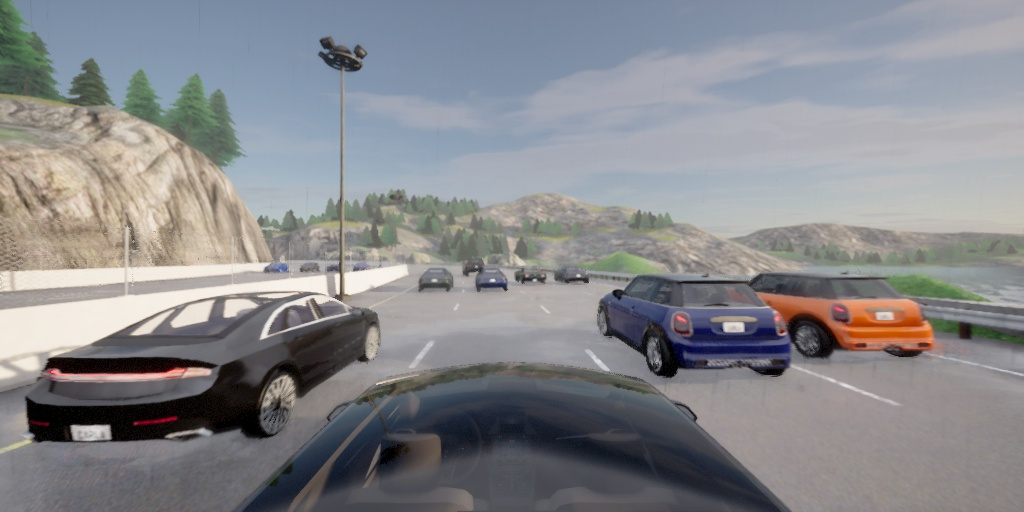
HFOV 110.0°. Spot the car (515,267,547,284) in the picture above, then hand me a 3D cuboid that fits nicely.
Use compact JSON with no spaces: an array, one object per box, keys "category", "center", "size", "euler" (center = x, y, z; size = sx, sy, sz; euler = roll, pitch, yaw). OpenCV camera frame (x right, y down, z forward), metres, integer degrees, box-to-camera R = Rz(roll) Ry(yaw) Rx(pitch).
[{"category":"car","center":[1.395,1.544,29.122],"size":[1.895,1.301,4.718],"euler":[0,0,-8]}]

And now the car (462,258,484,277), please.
[{"category":"car","center":[-4.439,1.256,41.388],"size":[2.150,2.045,5.566],"euler":[0,0,-13]}]

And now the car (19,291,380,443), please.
[{"category":"car","center":[-3.550,1.269,5.398],"size":[2.128,1.511,4.902],"euler":[0,0,-1]}]

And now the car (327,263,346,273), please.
[{"category":"car","center":[-25.499,1.718,52.130],"size":[1.895,1.301,4.718],"euler":[0,0,-17]}]

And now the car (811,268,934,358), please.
[{"category":"car","center":[6.833,1.149,8.766],"size":[2.097,1.767,4.553],"euler":[0,0,-2]}]

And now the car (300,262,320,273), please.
[{"category":"car","center":[-28.962,1.623,51.506],"size":[1.837,1.490,4.892],"euler":[0,-1,-17]}]

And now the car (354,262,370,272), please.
[{"category":"car","center":[-22.079,1.599,52.893],"size":[1.882,1.535,5.008],"euler":[0,-1,-17]}]

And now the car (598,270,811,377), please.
[{"category":"car","center":[3.376,1.143,7.690],"size":[2.097,1.767,4.553],"euler":[0,0,-2]}]

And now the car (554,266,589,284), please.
[{"category":"car","center":[4.828,1.509,29.612],"size":[1.994,1.385,4.181],"euler":[0,0,-8]}]

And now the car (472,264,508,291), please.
[{"category":"car","center":[-1.415,1.470,23.669],"size":[1.994,1.385,4.181],"euler":[0,0,-7]}]

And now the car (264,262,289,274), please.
[{"category":"car","center":[-31.707,1.571,48.396],"size":[1.882,1.535,5.008],"euler":[0,-1,-16]}]

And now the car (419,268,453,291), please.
[{"category":"car","center":[-4.923,1.470,23.552],"size":[1.994,1.385,4.181],"euler":[0,0,-7]}]
